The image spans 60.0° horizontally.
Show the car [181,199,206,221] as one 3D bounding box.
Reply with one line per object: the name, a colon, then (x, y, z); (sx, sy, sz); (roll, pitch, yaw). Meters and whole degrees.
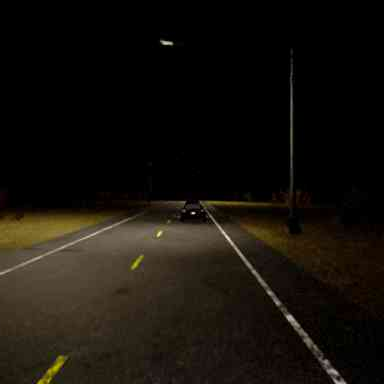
car: (0.098, 1.568, 27.171); (1.994, 1.385, 4.181); (0, 0, 0)
